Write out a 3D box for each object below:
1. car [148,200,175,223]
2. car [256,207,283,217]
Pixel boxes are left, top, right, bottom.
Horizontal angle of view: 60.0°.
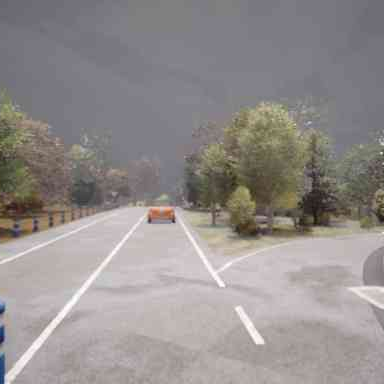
[{"bbox_3d":[-2.437,1.440,26.869,2.097,1.767,4.553,1,0,-5],"label":"car"},{"bbox_3d":[6.456,1.666,32.719,4.892,1.490,1.837,0,-5,38],"label":"car"}]
